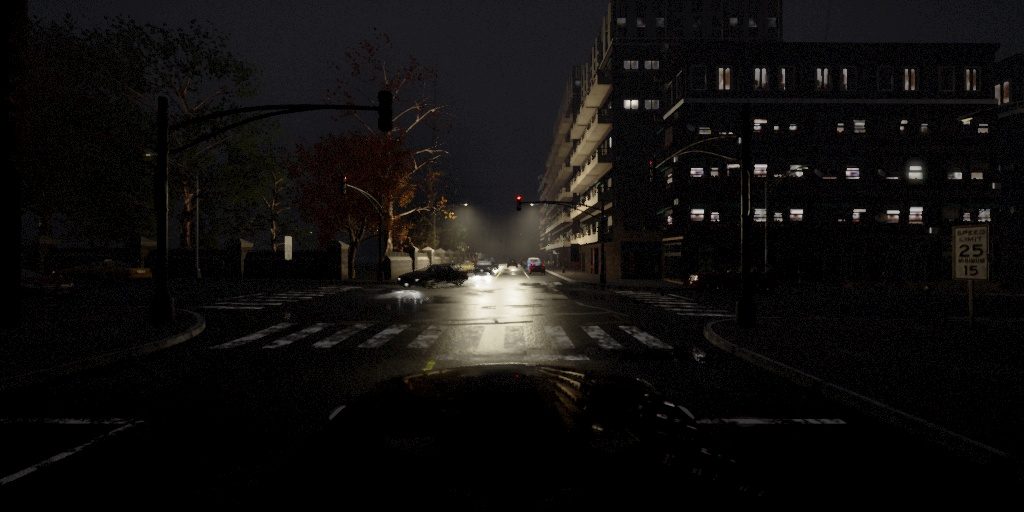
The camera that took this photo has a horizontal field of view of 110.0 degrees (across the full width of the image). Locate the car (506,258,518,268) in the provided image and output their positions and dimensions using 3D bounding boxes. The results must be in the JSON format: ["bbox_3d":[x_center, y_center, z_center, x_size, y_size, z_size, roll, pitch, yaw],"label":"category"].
[{"bbox_3d":[0.066,1.304,62.609,1.837,1.490,4.892,0,0,0],"label":"car"}]

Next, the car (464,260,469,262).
[{"bbox_3d":[-5.654,1.330,34.315,1.948,1.339,4.313,0,0,0],"label":"car"}]

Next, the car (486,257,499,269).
[{"bbox_3d":[-3.027,1.281,55.818,2.128,1.511,4.902,0,0,0],"label":"car"}]

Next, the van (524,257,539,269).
[{"bbox_3d":[2.739,1.116,45.566,1.690,1.789,3.998,0,0,0],"label":"van"}]

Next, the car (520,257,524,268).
[{"bbox_3d":[2.751,1.230,56.827,1.967,1.591,4.097,0,0,0],"label":"car"}]

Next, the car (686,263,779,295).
[{"bbox_3d":[13.471,1.353,21.953,5.009,1.841,2.192,0,0,0],"label":"car"}]

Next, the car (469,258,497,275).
[{"bbox_3d":[-3.060,1.261,39.205,2.128,1.511,4.902,0,0,0],"label":"car"}]

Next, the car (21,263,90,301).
[{"bbox_3d":[-18.949,1.007,13.299,4.207,1.307,1.802,0,0,0],"label":"car"}]

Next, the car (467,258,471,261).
[{"bbox_3d":[-5.642,1.300,45.406,1.751,1.417,4.829,0,0,0],"label":"car"}]

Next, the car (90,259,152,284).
[{"bbox_3d":[-24.721,0.882,21.631,4.829,1.417,1.751,0,0,0],"label":"car"}]

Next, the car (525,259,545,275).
[{"bbox_3d":[2.732,1.314,39.936,1.888,1.381,4.507,0,0,0],"label":"car"}]

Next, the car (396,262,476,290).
[{"bbox_3d":[-4.859,1.290,23.037,2.033,1.411,5.357,1,0,27],"label":"car"}]
